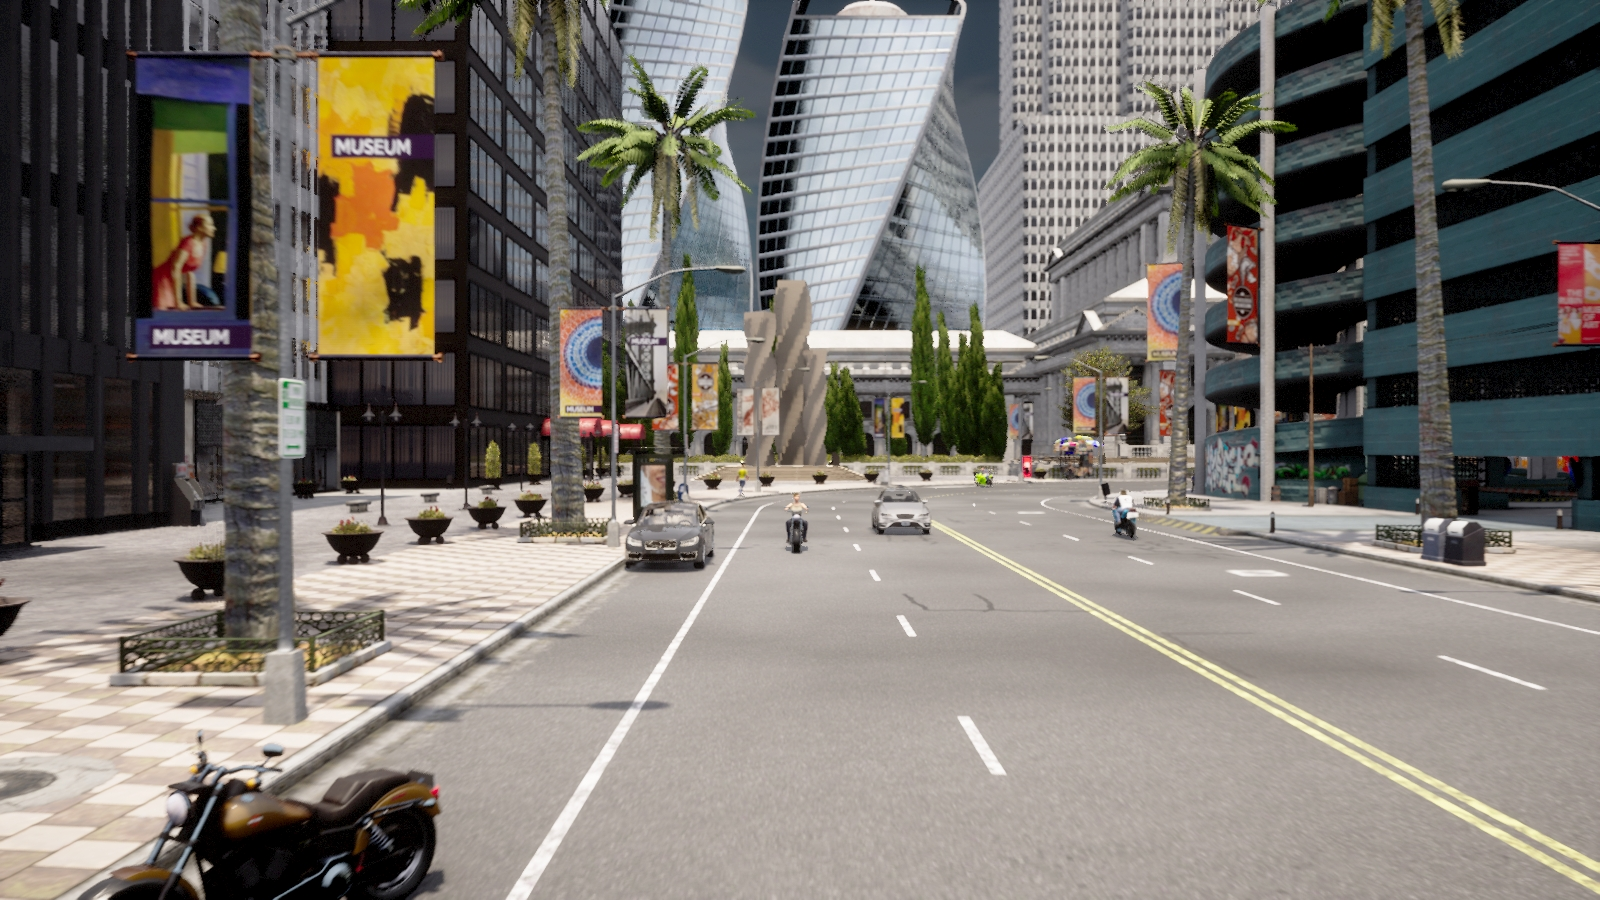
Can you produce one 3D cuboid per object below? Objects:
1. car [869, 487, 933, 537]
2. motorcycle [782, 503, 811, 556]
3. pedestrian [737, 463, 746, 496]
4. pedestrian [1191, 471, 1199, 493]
[{"bbox_3d":[3.396,2.065,38.911,1.816,1.474,4.193,0,0,0],"label":"car"},{"bbox_3d":[-0.094,2.170,31.536,0.764,1.277,2.356,0,0,0],"label":"motorcycle"},{"bbox_3d":[-3.318,1.696,65.013,0.375,1.860,0.375,0,0,18],"label":"pedestrian"},{"bbox_3d":[24.467,1.976,70.800,0.375,1.300,0.375,0,0,39],"label":"pedestrian"}]
